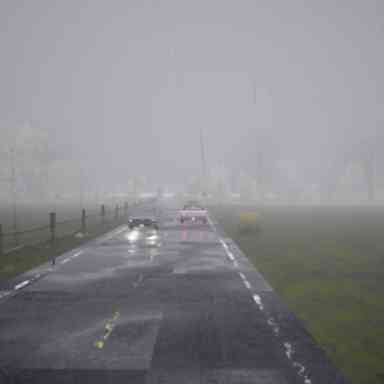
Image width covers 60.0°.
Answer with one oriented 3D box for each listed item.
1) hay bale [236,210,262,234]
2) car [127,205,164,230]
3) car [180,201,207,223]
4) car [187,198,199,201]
[{"bbox_3d":[3.129,1.652,18.479,1.220,1.180,1.240,0,1,0],"label":"hay bale"},{"bbox_3d":[-2.853,1.541,21.584,2.033,1.411,5.357,0,0,0],"label":"car"},{"bbox_3d":[0.099,1.591,25.483,1.895,1.301,4.718,0,0,0],"label":"car"},{"bbox_3d":[0.097,1.475,40.371,1.837,1.490,4.892,0,0,0],"label":"car"}]
